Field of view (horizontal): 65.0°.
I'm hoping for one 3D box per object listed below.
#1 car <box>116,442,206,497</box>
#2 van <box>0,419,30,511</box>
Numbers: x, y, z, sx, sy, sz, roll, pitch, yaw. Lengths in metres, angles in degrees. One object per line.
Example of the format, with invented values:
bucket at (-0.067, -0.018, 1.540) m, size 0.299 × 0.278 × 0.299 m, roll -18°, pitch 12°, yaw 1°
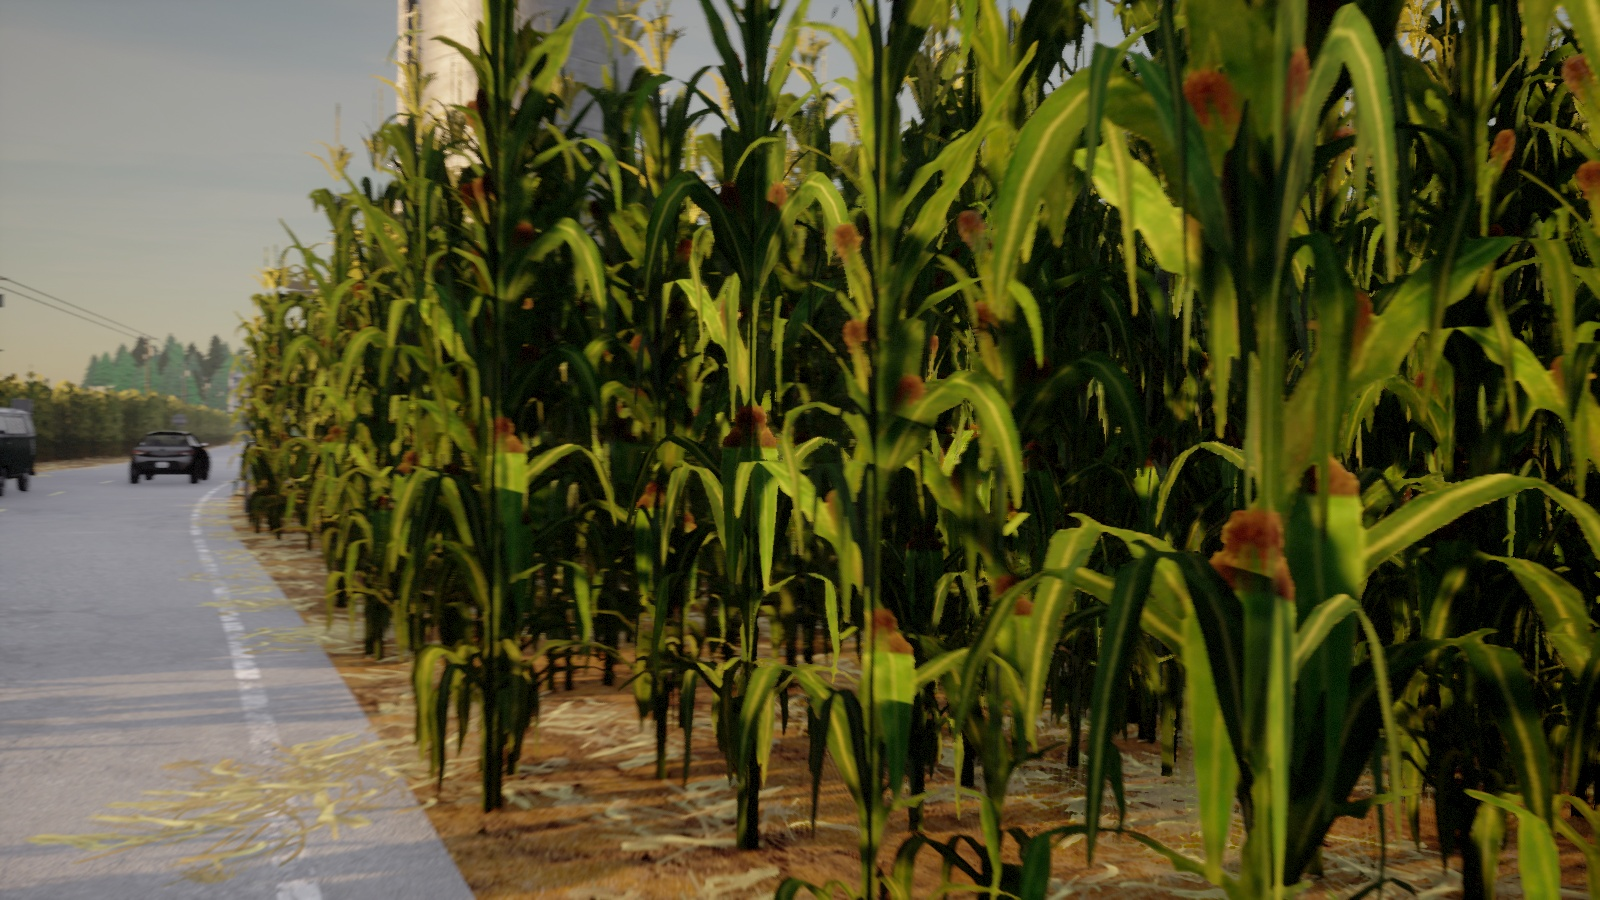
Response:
car at (-18.335, 0.514, 36.180) m, size 1.816 × 1.474 × 4.193 m, roll -1°, pitch 1°, yaw -20°
van at (-18.491, 0.331, 27.758) m, size 1.775 × 1.987 × 4.442 m, roll -1°, pitch 1°, yaw -22°
